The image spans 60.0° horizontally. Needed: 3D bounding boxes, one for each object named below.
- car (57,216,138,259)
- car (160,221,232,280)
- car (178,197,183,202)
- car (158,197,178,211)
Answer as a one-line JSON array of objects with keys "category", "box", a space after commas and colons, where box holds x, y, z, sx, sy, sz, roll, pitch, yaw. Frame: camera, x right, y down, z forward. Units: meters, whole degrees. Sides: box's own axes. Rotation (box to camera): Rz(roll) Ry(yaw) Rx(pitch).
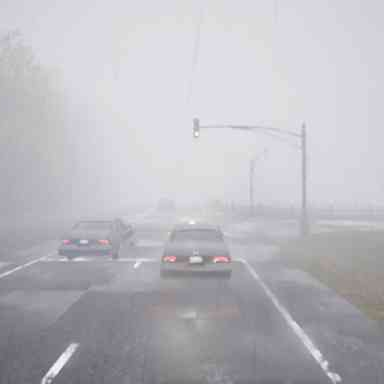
[{"category": "car", "box": [-3.408, 1.627, 12.977, 2.033, 1.411, 5.357, 0, 0, 0]}, {"category": "car", "box": [0.170, 1.610, 10.154, 2.033, 1.411, 5.357, 0, 0, 2]}, {"category": "car", "box": [-3.515, 2.014, 89.121, 1.837, 1.490, 4.892, 0, 0, 0]}, {"category": "car", "box": [-3.407, 1.623, 45.869, 2.097, 1.767, 4.553, 0, 0, 0]}]
